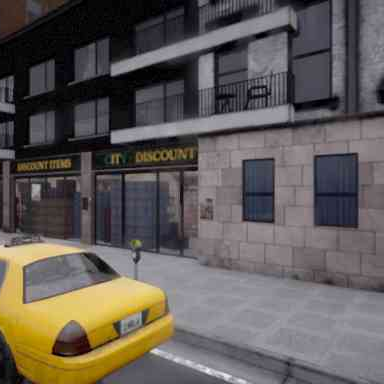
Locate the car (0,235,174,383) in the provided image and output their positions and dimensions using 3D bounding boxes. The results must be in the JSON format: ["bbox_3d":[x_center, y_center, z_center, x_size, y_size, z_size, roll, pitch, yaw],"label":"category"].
[{"bbox_3d":[-2.777,1.454,5.239,5.366,1.575,1.801,0,0,35],"label":"car"}]
